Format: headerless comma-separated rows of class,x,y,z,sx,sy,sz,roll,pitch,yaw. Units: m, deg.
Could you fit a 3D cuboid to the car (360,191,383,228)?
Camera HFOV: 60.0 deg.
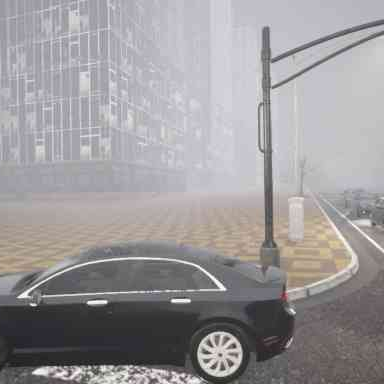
car,9.030,0.928,14.400,2.128,1.511,4.902,-1,2,18

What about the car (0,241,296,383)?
car,-1.062,1.505,4.767,4.892,1.490,1.837,0,0,0

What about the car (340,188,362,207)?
car,13.077,0.454,26.757,2.128,1.511,4.902,-1,2,18

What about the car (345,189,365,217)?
car,11.081,0.759,20.694,1.994,1.385,4.181,-1,2,17
